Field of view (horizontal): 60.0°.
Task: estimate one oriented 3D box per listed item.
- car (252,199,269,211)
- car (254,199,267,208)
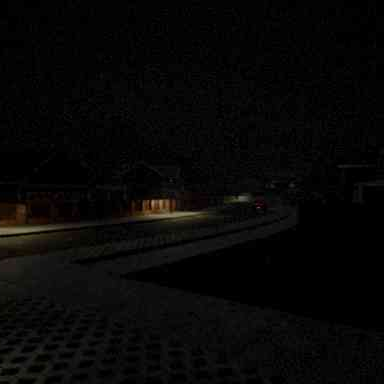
[{"bbox_3d":[8.958,1.709,43.882,1.837,1.490,4.892,0,0,15],"label":"car"},{"bbox_3d":[11.088,1.846,54.056,1.895,1.301,4.718,0,0,8],"label":"car"}]
